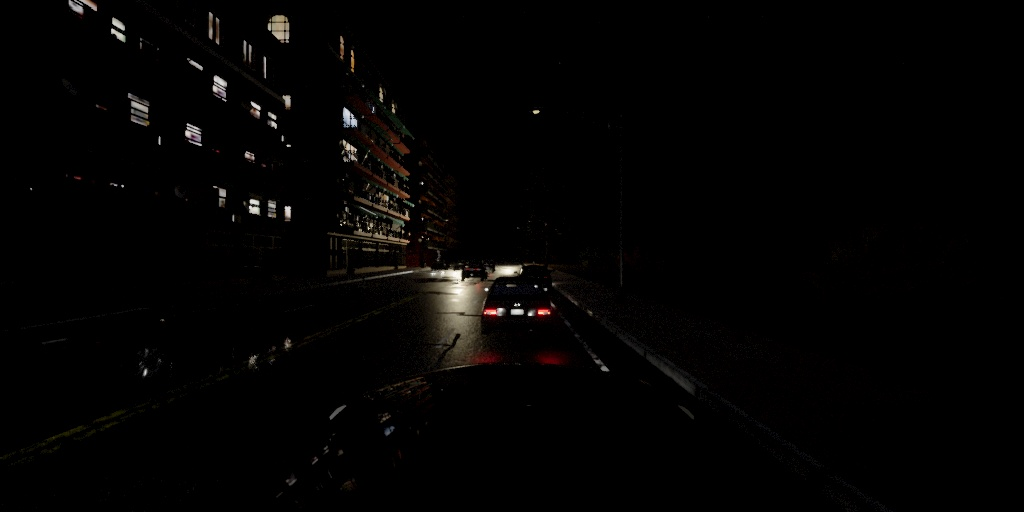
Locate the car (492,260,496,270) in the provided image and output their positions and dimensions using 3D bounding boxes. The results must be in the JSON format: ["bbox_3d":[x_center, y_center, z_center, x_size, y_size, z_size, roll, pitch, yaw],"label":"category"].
[{"bbox_3d":[-3.053,1.242,44.770,2.128,1.511,4.902,0,0,0],"label":"car"}]

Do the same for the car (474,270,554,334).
[{"bbox_3d":[0.120,1.299,10.531,2.033,1.411,5.357,0,0,0],"label":"car"}]

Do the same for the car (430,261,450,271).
[{"bbox_3d":[-9.744,1.315,48.839,1.994,1.385,4.181,0,0,0],"label":"car"}]

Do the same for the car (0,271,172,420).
[{"bbox_3d":[-6.597,1.102,3.865,2.097,1.767,4.553,0,0,0],"label":"car"}]

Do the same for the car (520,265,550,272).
[{"bbox_3d":[1.177,1.257,20.219,1.837,1.490,4.892,0,0,0],"label":"car"}]

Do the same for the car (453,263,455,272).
[{"bbox_3d":[-6.500,1.256,46.991,1.837,1.490,4.892,0,0,0],"label":"car"}]

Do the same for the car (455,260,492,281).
[{"bbox_3d":[-3.089,1.243,29.974,2.128,1.511,4.902,0,0,0],"label":"car"}]
